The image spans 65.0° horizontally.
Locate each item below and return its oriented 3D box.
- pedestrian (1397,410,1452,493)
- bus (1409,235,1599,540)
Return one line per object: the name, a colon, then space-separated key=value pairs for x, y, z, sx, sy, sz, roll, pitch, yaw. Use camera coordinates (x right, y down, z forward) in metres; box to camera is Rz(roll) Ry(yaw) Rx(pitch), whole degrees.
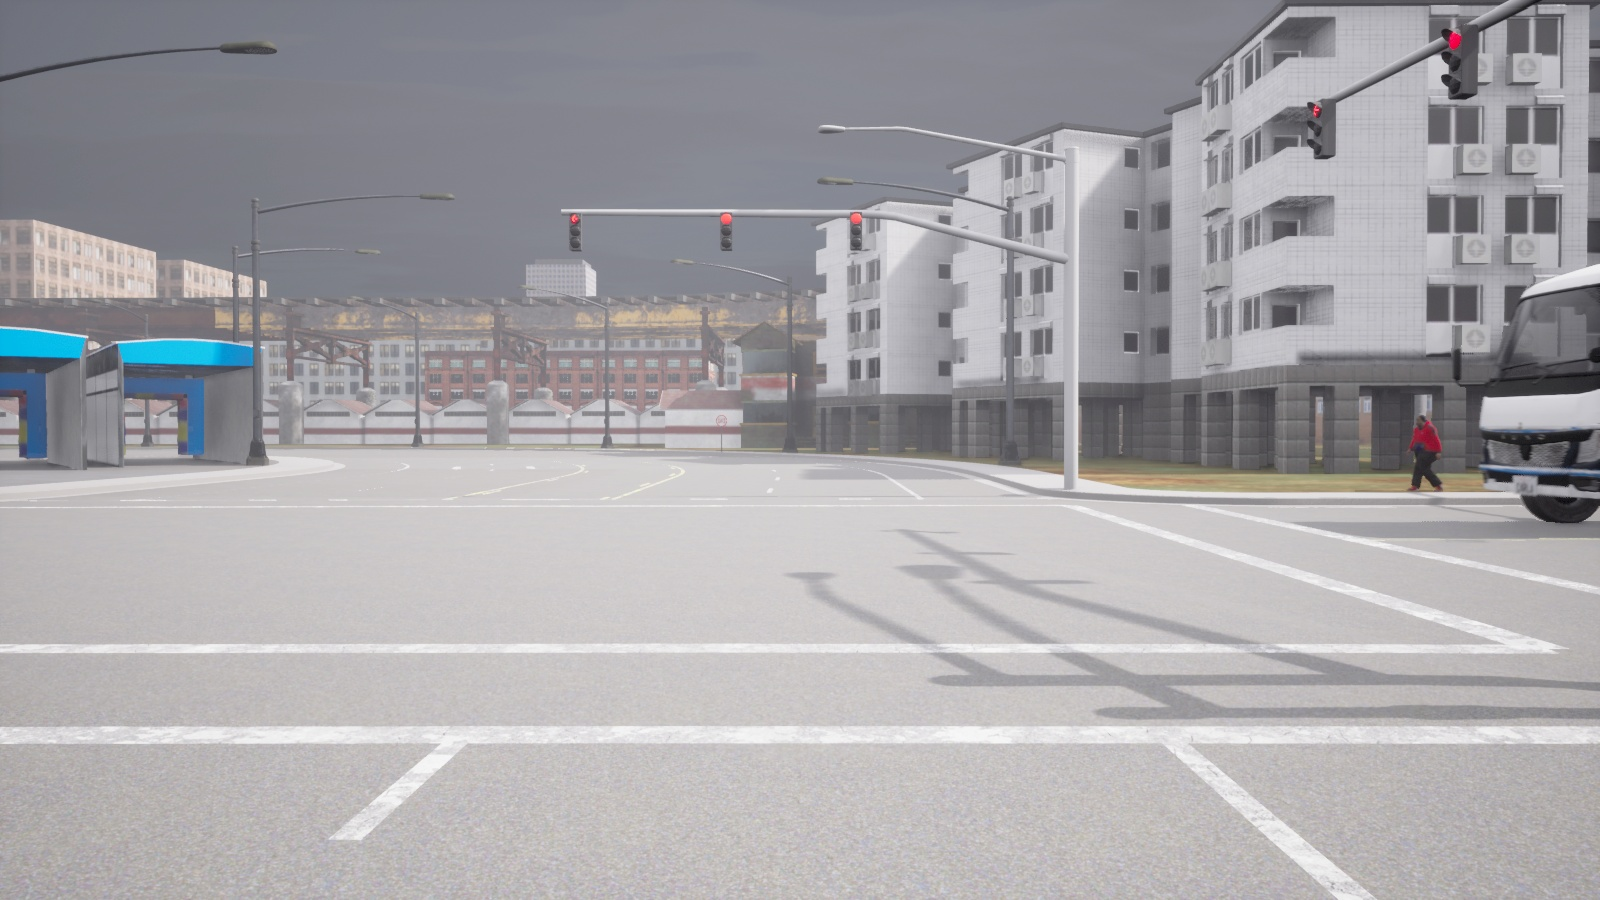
pedestrian: x=13.923 y=0.030 z=28.003 sx=0.899 sy=1.844 sz=0.634 roll=0 pitch=1 yaw=-2
bus: x=15.604 y=-0.860 z=19.551 sx=10.273 sy=4.253 sz=3.944 roll=0 pitch=1 yaw=-1
